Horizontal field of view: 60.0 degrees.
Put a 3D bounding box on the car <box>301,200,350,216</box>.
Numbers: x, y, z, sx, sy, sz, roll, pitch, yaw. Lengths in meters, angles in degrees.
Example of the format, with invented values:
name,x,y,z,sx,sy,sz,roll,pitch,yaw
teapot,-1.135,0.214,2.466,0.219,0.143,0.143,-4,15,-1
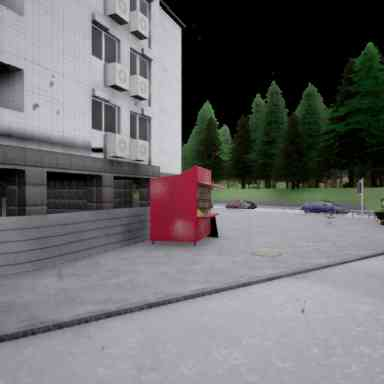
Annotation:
name,x,y,z,sx,sy,sz,roll,pitch,yaw
car,12.869,1.526,32.334,1.812,1.442,4.674,0,0,-35

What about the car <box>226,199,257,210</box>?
name,x,y,z,sx,sy,sz,roll,pitch,yaw
car,6.174,1.564,41.714,1.994,1.385,4.181,0,0,-35
